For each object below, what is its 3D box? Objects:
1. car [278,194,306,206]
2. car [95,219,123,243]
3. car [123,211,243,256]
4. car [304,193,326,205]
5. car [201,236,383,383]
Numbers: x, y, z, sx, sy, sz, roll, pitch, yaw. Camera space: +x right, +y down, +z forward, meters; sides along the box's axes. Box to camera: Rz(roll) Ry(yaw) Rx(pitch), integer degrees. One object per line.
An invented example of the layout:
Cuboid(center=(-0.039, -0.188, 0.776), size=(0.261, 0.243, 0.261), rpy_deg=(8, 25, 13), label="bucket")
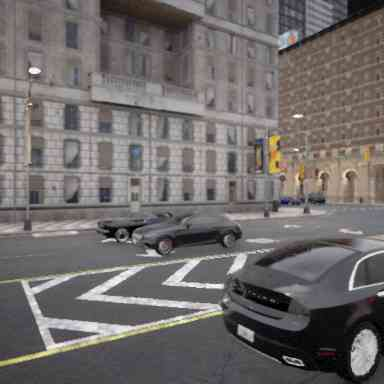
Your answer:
Cuboid(center=(15.008, 1.427, 52.792), size=(1.882, 1.535, 5.008), rpy_deg=(0, 1, -32), label="car")
Cuboid(center=(-2.170, 1.594, 16.060), size=(4.718, 1.301, 1.895), rpy_deg=(0, 0, -31), label="car")
Cuboid(center=(-0.082, 1.518, 13.233), size=(4.674, 1.442, 1.812), rpy_deg=(0, 0, -31), label="car")
Cuboid(center=(20.453, 1.160, 57.686), size=(2.150, 2.045, 5.566), rpy_deg=(0, 0, -31), label="car")
Cuboid(center=(2.732, 1.498, 5.373), size=(4.892, 1.490, 1.837), rpy_deg=(0, 0, -31), label="car")
